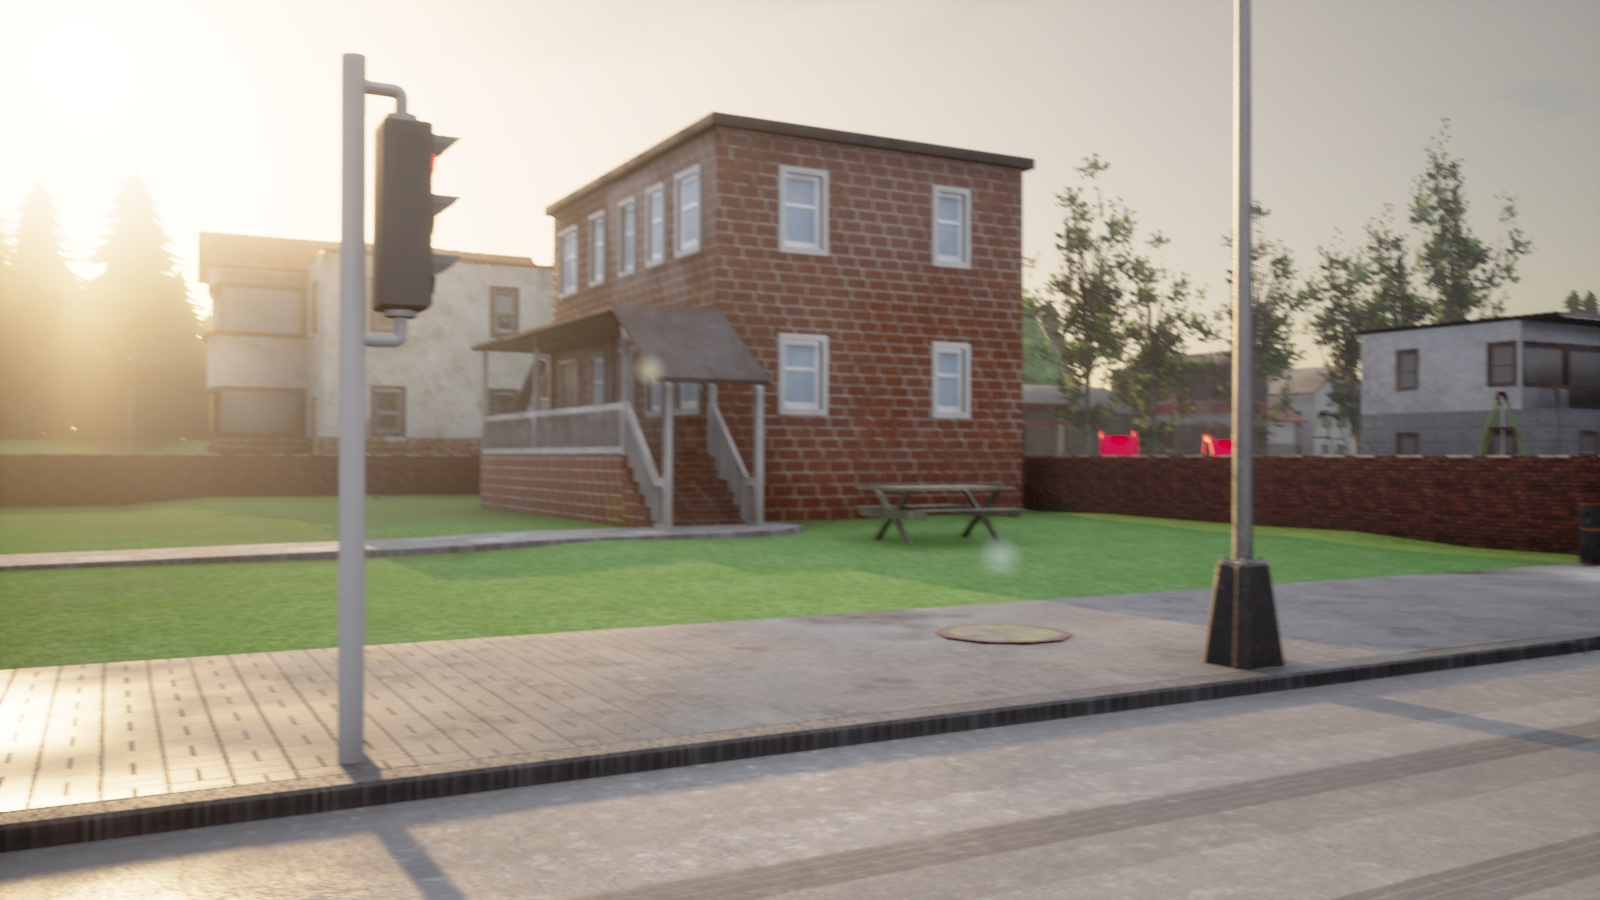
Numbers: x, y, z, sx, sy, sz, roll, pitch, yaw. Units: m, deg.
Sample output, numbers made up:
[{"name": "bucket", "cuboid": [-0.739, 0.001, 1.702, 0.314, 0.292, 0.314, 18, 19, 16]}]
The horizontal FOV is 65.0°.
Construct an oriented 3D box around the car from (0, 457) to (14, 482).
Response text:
[{"name": "car", "cuboid": [-49.460, 1.188, 75.474, 3.633, 1.501, 1.845, 0, 0, -29]}]
